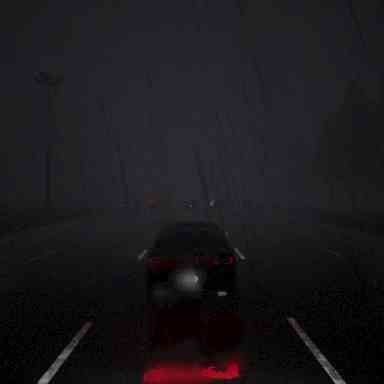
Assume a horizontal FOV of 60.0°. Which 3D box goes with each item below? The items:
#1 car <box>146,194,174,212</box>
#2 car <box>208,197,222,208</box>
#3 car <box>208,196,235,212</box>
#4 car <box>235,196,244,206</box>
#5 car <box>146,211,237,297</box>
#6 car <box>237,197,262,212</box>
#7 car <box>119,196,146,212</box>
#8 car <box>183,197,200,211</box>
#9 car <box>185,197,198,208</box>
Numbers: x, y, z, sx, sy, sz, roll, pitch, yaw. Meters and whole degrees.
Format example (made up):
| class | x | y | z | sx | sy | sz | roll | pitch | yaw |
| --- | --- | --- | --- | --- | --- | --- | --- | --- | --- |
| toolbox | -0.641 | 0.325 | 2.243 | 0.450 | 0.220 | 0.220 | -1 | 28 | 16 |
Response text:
| class | x | y | z | sx | sy | sz | roll | pitch | yaw |
| --- | --- | --- | --- | --- | --- | --- | --- | --- | --- |
| car | -3.577 | 1.221 | 38.695 | 2.150 | 2.045 | 5.566 | 0 | 0 | 0 |
| car | 3.404 | 1.526 | 49.294 | 1.812 | 1.442 | 4.674 | 0 | 0 | 0 |
| car | 3.426 | 1.491 | 39.079 | 2.128 | 1.511 | 4.902 | 0 | 0 | 0 |
| car | 6.903 | 1.352 | 49.233 | 2.097 | 1.767 | 4.553 | 0 | 0 | 0 |
| car | -0.016 | 1.478 | 8.636 | 1.882 | 1.535 | 5.008 | 0 | 0 | 0 |
| car | 6.924 | 1.564 | 39.257 | 1.994 | 1.385 | 4.181 | 0 | 0 | 0 |
| car | -7.077 | 1.547 | 38.626 | 2.033 | 1.411 | 5.357 | 0 | 0 | 0 |
| car | -0.073 | 1.564 | 39.453 | 1.994 | 1.385 | 4.181 | 0 | 0 | 0 |
| car | -0.095 | 1.505 | 49.458 | 1.837 | 1.490 | 4.892 | 0 | 0 | 0 |
